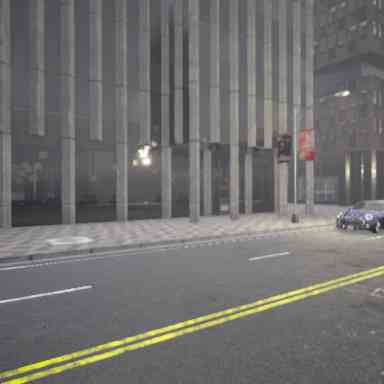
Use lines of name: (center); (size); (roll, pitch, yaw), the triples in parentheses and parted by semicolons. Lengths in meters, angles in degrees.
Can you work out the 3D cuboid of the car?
car: (10.143, 1.271, 18.794); (4.553, 1.767, 2.097); (0, 0, -36)
